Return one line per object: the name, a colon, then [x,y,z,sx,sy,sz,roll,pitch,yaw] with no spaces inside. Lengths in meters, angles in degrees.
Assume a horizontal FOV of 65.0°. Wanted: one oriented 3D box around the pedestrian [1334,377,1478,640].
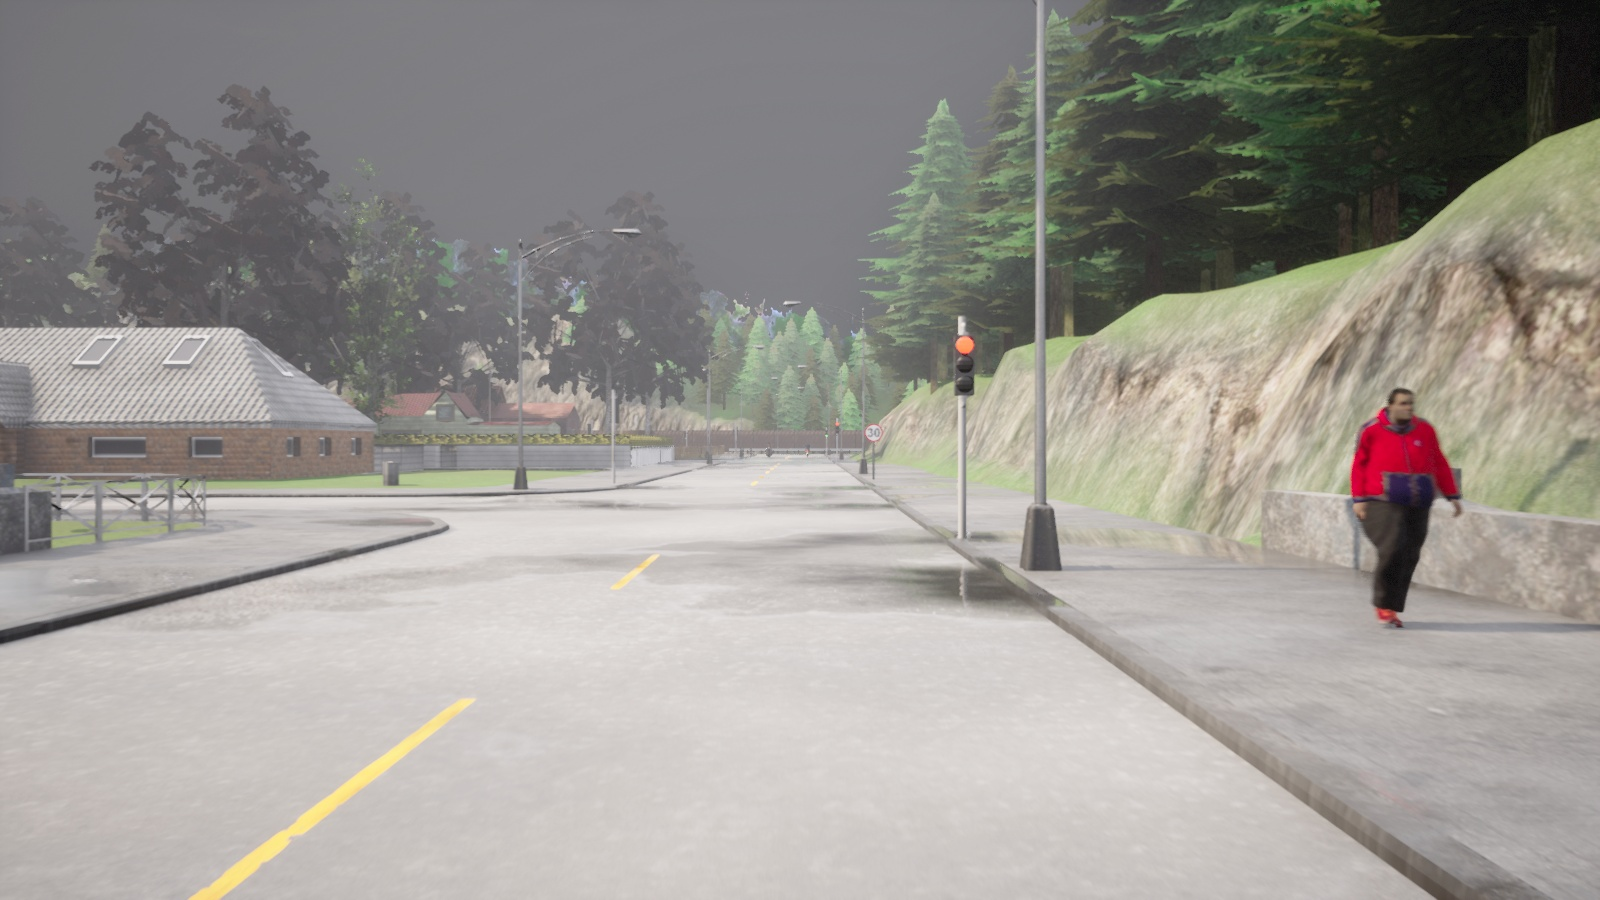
pedestrian: [4.433,0.408,9.239,0.634,1.844,0.899,0,0,2]
